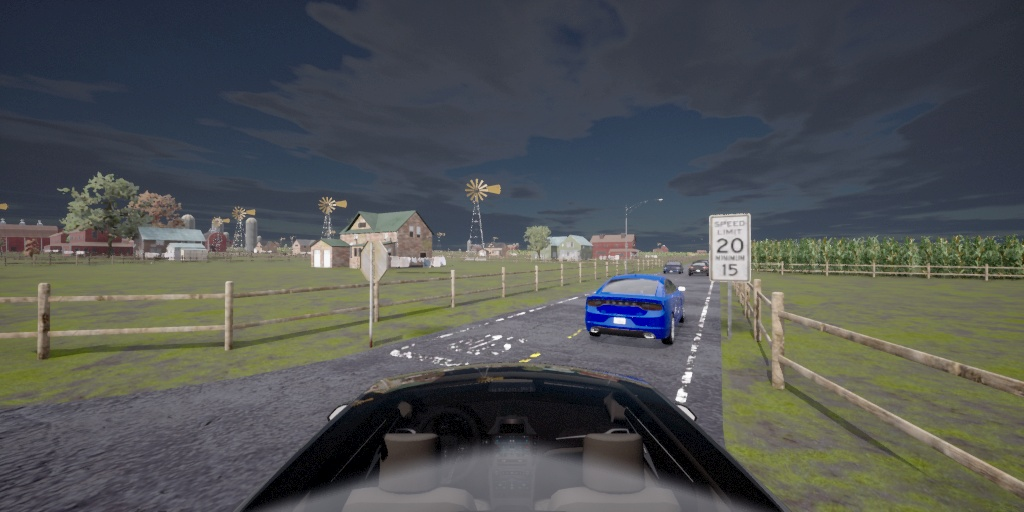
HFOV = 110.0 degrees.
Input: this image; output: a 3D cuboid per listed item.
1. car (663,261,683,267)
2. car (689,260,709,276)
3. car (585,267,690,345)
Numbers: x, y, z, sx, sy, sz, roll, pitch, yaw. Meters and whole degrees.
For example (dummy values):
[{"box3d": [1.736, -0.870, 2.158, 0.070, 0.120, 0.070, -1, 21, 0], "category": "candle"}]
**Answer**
[{"box3d": [18.794, 1.300, 41.615, 2.033, 1.411, 5.357, 0, 0, 30], "category": "car"}, {"box3d": [19.245, 1.275, 36.803, 1.812, 1.442, 4.674, 0, 0, 31], "category": "car"}, {"box3d": [3.532, 1.229, 9.776, 1.882, 1.535, 5.008, 0, 0, 30], "category": "car"}]
